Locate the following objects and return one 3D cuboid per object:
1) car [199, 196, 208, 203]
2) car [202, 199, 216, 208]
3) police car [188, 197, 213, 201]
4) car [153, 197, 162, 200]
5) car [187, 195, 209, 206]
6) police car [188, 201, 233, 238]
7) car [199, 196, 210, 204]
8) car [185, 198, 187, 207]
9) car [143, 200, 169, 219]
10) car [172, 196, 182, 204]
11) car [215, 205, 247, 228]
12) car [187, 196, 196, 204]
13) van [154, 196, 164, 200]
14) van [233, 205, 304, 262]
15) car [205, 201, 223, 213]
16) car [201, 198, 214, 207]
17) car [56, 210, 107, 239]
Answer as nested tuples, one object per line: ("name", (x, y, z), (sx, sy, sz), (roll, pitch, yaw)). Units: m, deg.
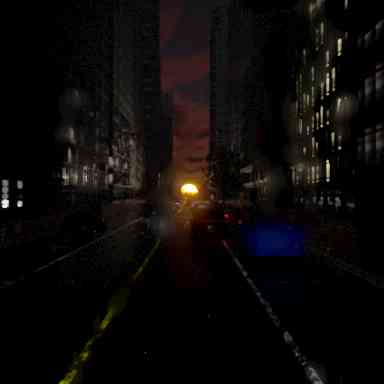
("car", (2.571, 1.707, 74.650), (1.967, 1.590, 4.097), (0, 0, 0))
("car", (2.607, 1.757, 51.880), (2.008, 1.369, 4.403), (0, 0, 0))
("police car", (0.854, 1.540, 28.160), (1.930, 1.638, 5.238), (0, 0, 0))
("car", (-5.765, 1.736, 46.178), (2.008, 1.369, 4.403), (0, 0, 0))
("car", (0.845, 1.364, 34.081), (2.150, 2.045, 5.566), (0, 0, 0))
("police car", (0.870, 1.500, 18.160), (1.930, 1.638, 5.238), (0, 0, 0))
("car", (2.580, 1.693, 68.958), (1.967, 1.590, 4.097), (0, 0, 0))
("car", (-0.088, 1.740, 54.623), (1.812, 1.442, 4.674), (0, 0, 0))
("car", (-3.146, 1.686, 30.160), (1.994, 1.385, 4.181), (0, 0, 0))
("car", (-3.115, 1.742, 71.359), (1.837, 1.490, 4.892), (0, 0, 0))
("car", (2.652, 1.678, 23.418), (1.802, 1.307, 4.206), (0, 0, 0))
("car", (-0.112, 1.639, 69.624), (1.837, 1.490, 4.892), (0, 0, 0))
("van", (-5.782, 1.563, 57.564), (1.690, 1.788, 3.998), (0, 0, 0))
("van", (2.670, 1.391, 12.035), (1.690, 1.788, 3.998), (0, 0, 0))
("car", (2.625, 1.747, 40.495), (1.802, 1.307, 4.206), (0, 0, 0))
("car", (2.598, 1.774, 57.572), (2.008, 1.369, 4.403), (0, 0, 0))
("car", (-5.720, 1.654, 17.715), (1.802, 1.307, 4.206), (0, 0, 0))
